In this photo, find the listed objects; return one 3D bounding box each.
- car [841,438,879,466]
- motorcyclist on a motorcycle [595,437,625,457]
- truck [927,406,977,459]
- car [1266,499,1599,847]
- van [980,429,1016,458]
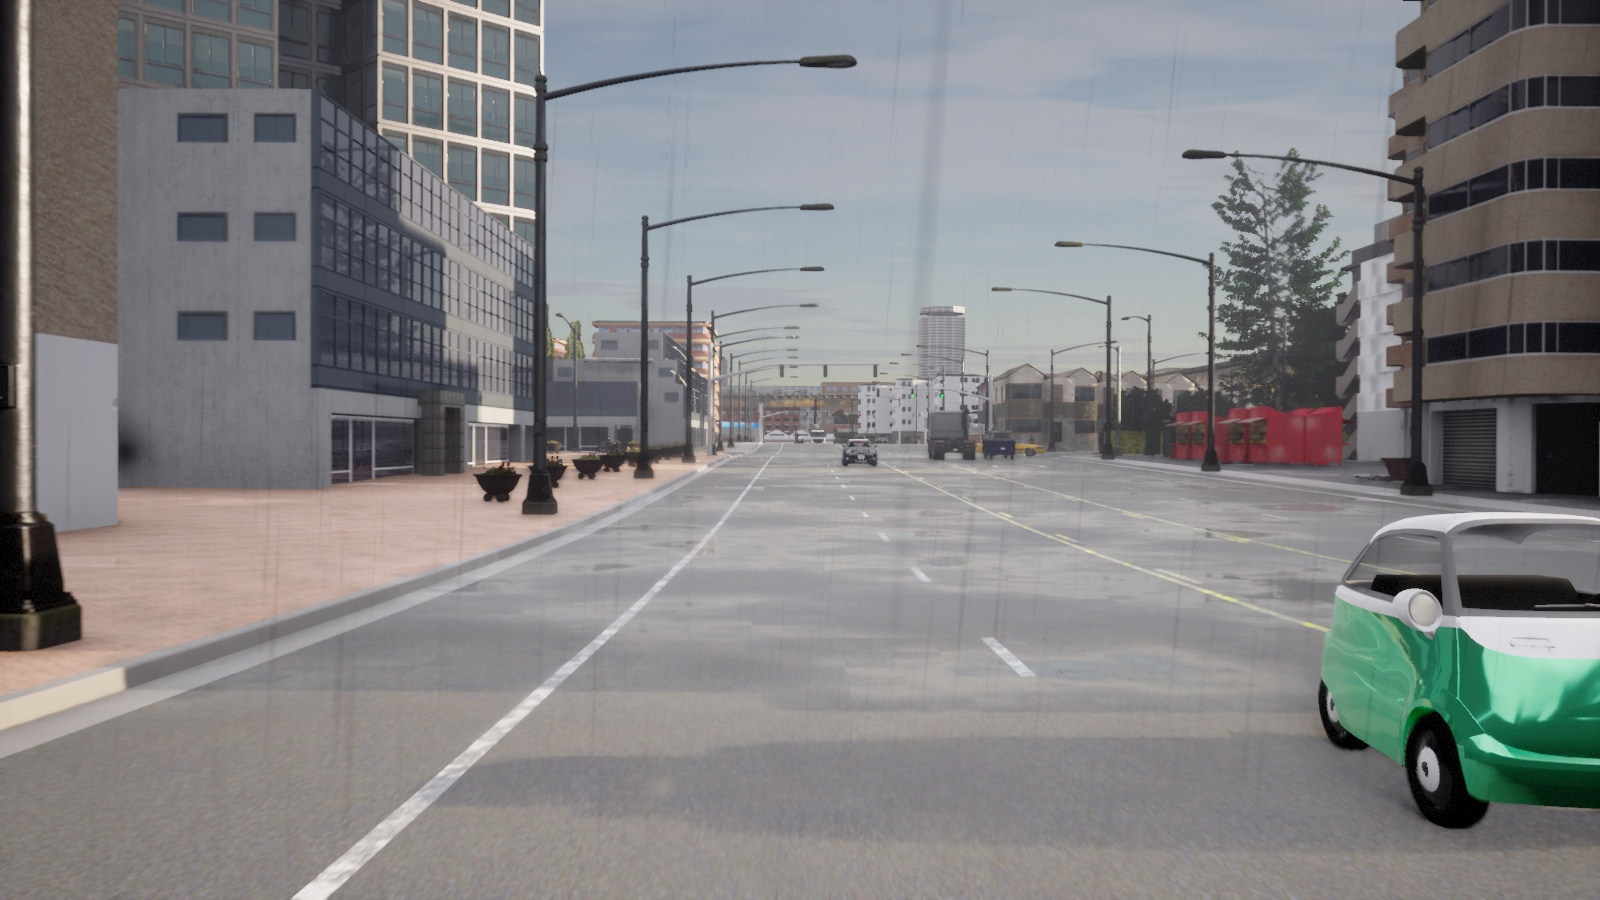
[{"bbox_3d":[3.325,0.079,70.382,1.970,1.475,3.806,0,1,0],"label":"car"},{"bbox_3d":[-14.689,-0.226,97.045,2.191,1.530,0.866,0,0,0],"label":"motorcyclist on a motorcycle"},{"bbox_3d":[10.438,-1.197,86.756,2.891,3.462,7.936,0,1,3],"label":"truck"},{"bbox_3d":[3.485,0.958,6.260,1.481,1.376,2.207,0,-1,0],"label":"car"},{"bbox_3d":[13.781,-0.489,87.540,1.775,1.987,4.442,0,1,0],"label":"van"}]
